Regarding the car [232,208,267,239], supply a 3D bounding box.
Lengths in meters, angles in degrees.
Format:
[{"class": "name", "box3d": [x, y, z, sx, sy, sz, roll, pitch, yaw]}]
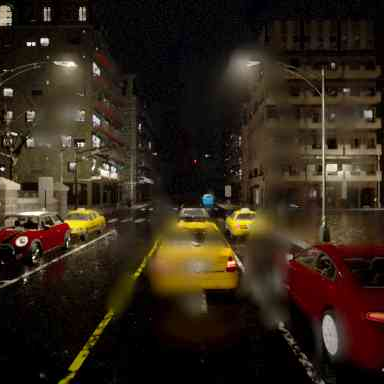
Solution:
[{"class": "car", "box3d": [2.688, 1.527, 17.159, 1.752, 1.417, 4.829, 1, 0, 0]}]

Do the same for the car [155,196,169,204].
[{"class": "car", "box3d": [-5.717, 1.556, 60.705, 1.802, 1.307, 4.206, 1, 0, 0]}]

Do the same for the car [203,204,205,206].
[{"class": "car", "box3d": [0.096, 1.603, 19.616, 1.895, 1.301, 4.718, 0, 0, 0]}]

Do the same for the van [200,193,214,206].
[{"class": "van", "box3d": [2.670, 1.321, 54.981, 1.690, 1.788, 3.998, 1, 0, 0]}]

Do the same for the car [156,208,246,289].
[{"class": "car", "box3d": [0.094, 1.458, 9.127, 1.801, 1.575, 5.366, 0, 0, 0]}]

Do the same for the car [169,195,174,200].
[{"class": "car", "box3d": [-5.733, 1.516, 89.060, 1.802, 1.307, 4.206, 1, 0, 0]}]

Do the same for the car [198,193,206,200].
[{"class": "car", "box3d": [2.651, 1.249, 89.007, 2.192, 1.841, 5.009, 1, 0, 0]}]

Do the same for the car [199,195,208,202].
[{"class": "car", "box3d": [2.654, 1.503, 77.665, 2.008, 1.369, 4.403, 1, 0, 0]}]

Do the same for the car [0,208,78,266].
[{"class": "car", "box3d": [-5.688, 1.442, 11.387, 1.967, 1.590, 4.097, 1, 0, 0]}]

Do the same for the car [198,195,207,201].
[{"class": "car", "box3d": [2.651, 1.495, 83.336, 2.008, 1.369, 4.403, 1, 0, 0]}]

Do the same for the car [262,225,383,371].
[{"class": "car", "box3d": [2.694, 1.546, 5.755, 1.887, 1.381, 4.507, 1, 0, 0]}]

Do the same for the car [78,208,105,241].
[{"class": "car", "box3d": [-5.692, 1.527, 16.831, 1.752, 1.417, 4.829, 1, 0, 0]}]
